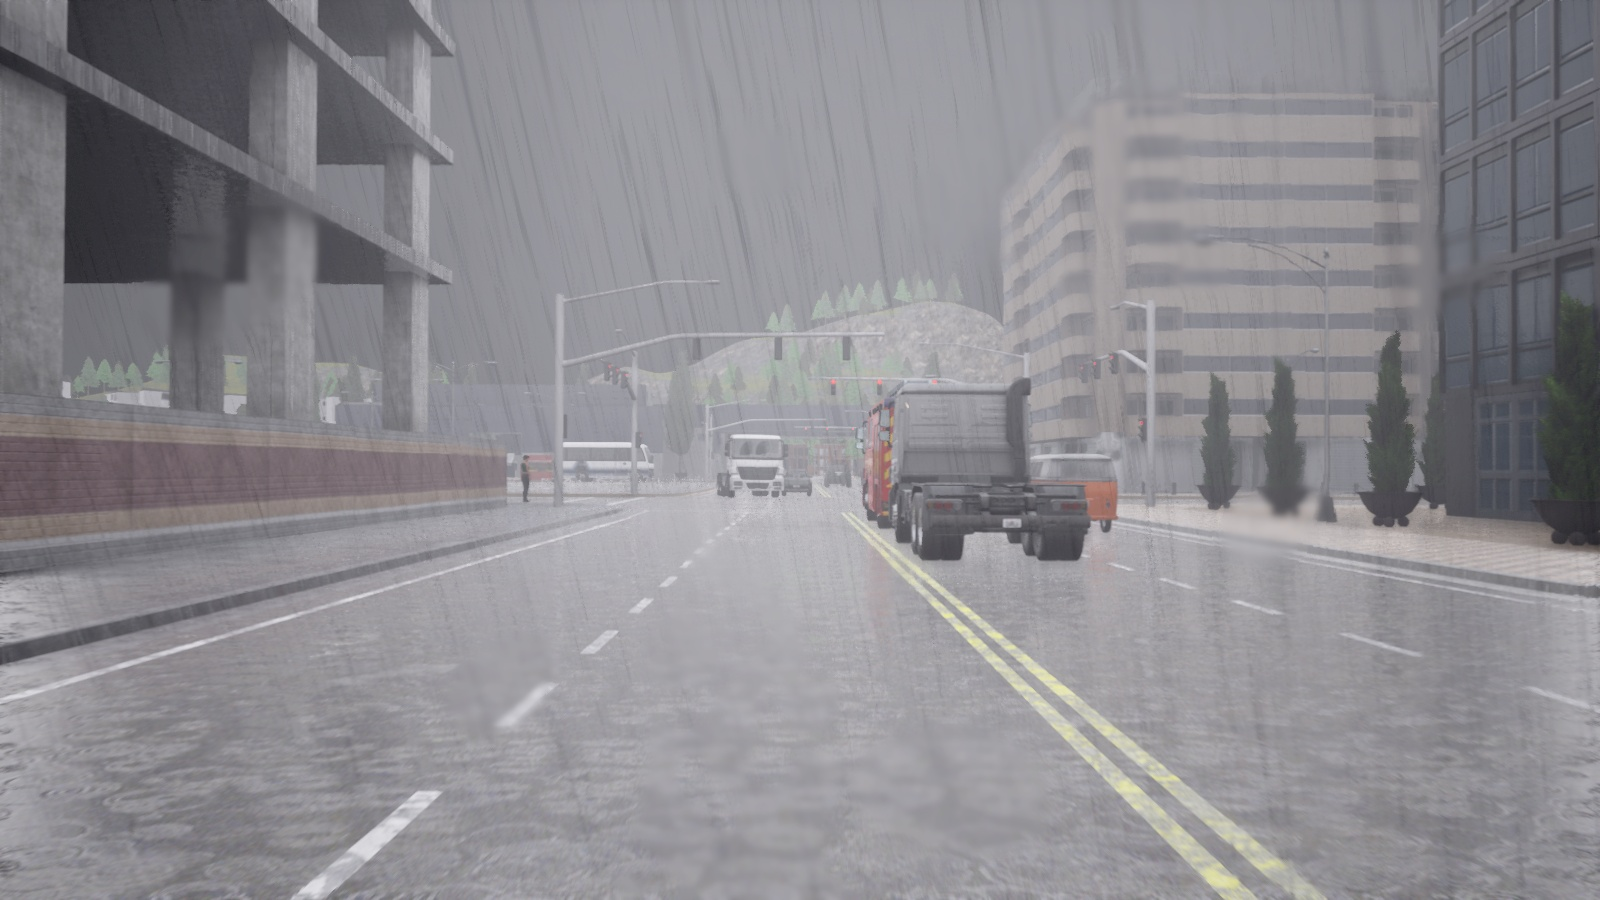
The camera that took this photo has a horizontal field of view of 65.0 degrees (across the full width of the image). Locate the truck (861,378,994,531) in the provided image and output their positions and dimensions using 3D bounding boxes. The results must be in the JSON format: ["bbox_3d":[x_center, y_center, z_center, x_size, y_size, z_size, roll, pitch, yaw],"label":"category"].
[{"bbox_3d":[3.409,0.170,35.818,2.891,3.827,8.468,0,-1,0],"label":"truck"}]

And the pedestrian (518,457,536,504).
[{"bbox_3d":[-10.678,1.186,49.095,0.594,1.836,0.345,1,-1,-45],"label":"pedestrian"}]

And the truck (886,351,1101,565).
[{"bbox_3d":[3.414,0.182,24.352,2.891,3.462,7.936,0,-1,0],"label":"truck"}]

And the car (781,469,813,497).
[{"bbox_3d":[-0.174,1.875,72.589,1.789,1.549,3.705,0,-1,0],"label":"car"}]

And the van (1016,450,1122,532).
[{"bbox_3d":[6.920,1.028,32.758,1.775,1.987,4.442,0,-1,0],"label":"van"}]

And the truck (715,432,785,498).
[{"bbox_3d":[-2.862,0.876,69.529,2.891,3.462,7.936,0,-1,-10],"label":"truck"}]
